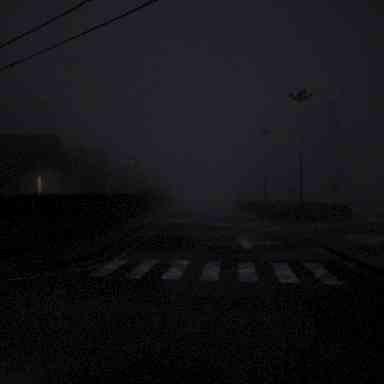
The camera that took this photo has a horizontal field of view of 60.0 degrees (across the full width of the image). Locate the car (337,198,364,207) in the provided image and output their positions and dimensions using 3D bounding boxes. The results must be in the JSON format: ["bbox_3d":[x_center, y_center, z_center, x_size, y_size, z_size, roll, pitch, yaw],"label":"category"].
[{"bbox_3d":[25.991,1.681,54.536,3.905,1.438,1.784,0,0,1],"label":"car"}]
